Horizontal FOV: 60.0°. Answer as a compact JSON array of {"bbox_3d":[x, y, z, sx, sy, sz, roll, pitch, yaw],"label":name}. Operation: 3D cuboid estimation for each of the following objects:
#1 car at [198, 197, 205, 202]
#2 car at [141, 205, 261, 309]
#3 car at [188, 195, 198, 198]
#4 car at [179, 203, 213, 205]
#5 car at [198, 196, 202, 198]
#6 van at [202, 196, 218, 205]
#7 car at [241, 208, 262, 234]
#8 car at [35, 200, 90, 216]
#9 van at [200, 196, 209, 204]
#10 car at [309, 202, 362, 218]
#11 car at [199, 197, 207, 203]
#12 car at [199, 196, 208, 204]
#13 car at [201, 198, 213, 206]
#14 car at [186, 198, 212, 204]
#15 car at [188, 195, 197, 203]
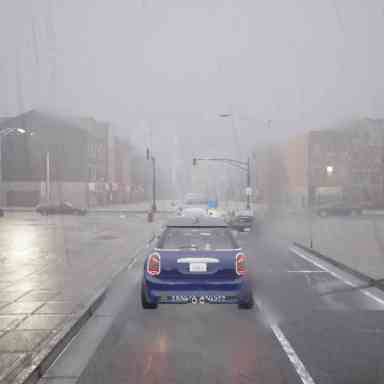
[{"bbox_3d":[2.721,2.144,92.658,1.802,1.307,4.206,-2,-1,0],"label":"car"},{"bbox_3d":[0.107,1.356,8.018,2.097,1.767,4.553,0,0,0],"label":"car"},{"bbox_3d":[0.086,1.899,75.479,2.128,1.511,4.902,0,-1,0],"label":"car"},{"bbox_3d":[0.148,1.547,17.837,1.812,1.442,4.674,0,0,1],"label":"car"},{"bbox_3d":[2.678,1.519,55.630,2.192,1.841,5.009,-1,0,0],"label":"car"},{"bbox_3d":[2.668,1.477,45.048,1.690,1.788,3.998,-1,0,0],"label":"van"},{"bbox_3d":[2.645,1.573,18.089,2.008,1.369,4.403,-1,0,0],"label":"car"},{"bbox_3d":[-11.686,1.460,30.157,4.674,1.442,1.812,1,1,2],"label":"car"},{"bbox_3d":[2.694,1.678,71.500,1.690,1.788,3.998,-1,-1,0],"label":"van"},{"bbox_3d":[14.224,1.745,33.027,4.892,1.490,1.837,1,1,0],"label":"car"},{"bbox_3d":[2.710,1.987,82.078,1.887,1.381,4.507,-1,-1,0],"label":"car"},{"bbox_3d":[2.702,1.828,76.789,1.967,1.590,4.097,-1,-1,0],"label":"car"},{"bbox_3d":[2.688,1.796,60.917,2.008,1.369,4.403,-1,-1,0],"label":"car"},{"bbox_3d":[0.060,1.693,38.284,1.895,1.301,4.718,0,-1,-25],"label":"car"},{"bbox_3d":[0.095,1.708,85.859,2.150,2.045,5.566,0,-1,0],"label":"car"}]
